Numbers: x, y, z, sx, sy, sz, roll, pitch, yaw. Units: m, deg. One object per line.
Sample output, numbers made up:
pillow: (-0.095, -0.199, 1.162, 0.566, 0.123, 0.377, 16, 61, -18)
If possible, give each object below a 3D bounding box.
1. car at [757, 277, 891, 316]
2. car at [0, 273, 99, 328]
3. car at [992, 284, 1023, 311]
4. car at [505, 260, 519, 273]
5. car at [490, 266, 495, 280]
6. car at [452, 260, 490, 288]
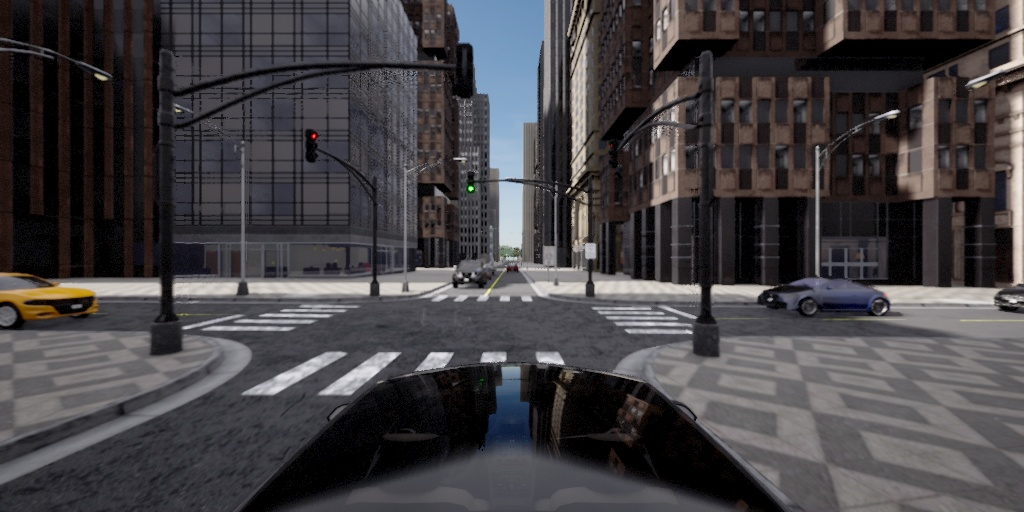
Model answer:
car: (12.234, 1.555, 14.234, 4.181, 1.385, 1.994, 0, 0, 0)
car: (-15.798, 1.253, 10.983, 5.008, 1.535, 1.882, 0, 0, 0)
car: (22.315, 1.571, 14.252, 4.892, 1.490, 1.837, 0, 0, 0)
car: (0.099, 1.923, 58.202, 1.882, 1.535, 5.008, 0, -1, 0)
car: (-3.094, 1.758, 37.231, 1.994, 1.385, 4.181, 0, -1, 0)
car: (-3.101, 1.293, 27.210, 2.150, 2.045, 5.566, 0, -1, 0)
